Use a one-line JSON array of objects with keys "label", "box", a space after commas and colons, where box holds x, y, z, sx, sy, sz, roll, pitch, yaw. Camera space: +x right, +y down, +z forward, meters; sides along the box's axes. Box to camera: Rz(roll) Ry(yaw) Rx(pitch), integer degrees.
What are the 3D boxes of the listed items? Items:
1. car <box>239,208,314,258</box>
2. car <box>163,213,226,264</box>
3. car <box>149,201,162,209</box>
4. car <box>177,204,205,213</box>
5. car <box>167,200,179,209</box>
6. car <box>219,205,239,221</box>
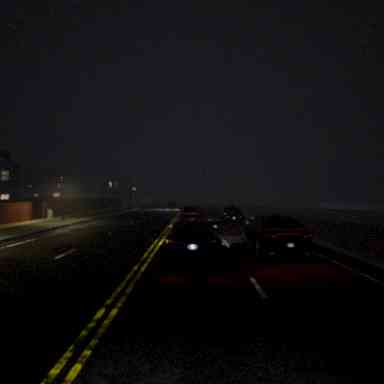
[{"label": "car", "box": [3.294, 1.629, 13.497, 1.882, 1.535, 5.008, 0, 0, 0]}, {"label": "car", "box": [0.037, 1.703, 12.404, 1.994, 1.385, 4.181, 0, -1, 0]}, {"label": "car", "box": [-6.550, 2.250, 60.182, 2.033, 1.411, 5.357, 0, -1, 0]}, {"label": "car", "box": [0.027, 1.815, 27.334, 1.837, 1.490, 4.892, 0, 0, 1]}, {"label": "car", "box": [-3.320, 2.185, 58.231, 1.837, 1.490, 4.892, 0, -1, 1]}, {"label": "car", "box": [3.284, 1.842, 27.970, 1.812, 1.442, 4.674, 0, 0, 1]}]
